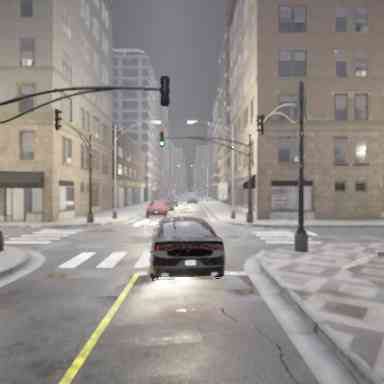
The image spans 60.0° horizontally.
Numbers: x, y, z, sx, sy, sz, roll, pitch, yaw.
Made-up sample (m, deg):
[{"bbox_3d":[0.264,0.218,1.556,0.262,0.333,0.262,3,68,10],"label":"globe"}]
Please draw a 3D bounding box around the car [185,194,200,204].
[{"bbox_3d":[0.092,1.599,61.798,1.895,1.301,4.718,0,0,0],"label":"car"}]

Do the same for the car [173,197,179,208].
[{"bbox_3d":[-3.052,1.545,40.494,2.033,1.411,5.357,0,0,0],"label":"car"}]

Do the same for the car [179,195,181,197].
[{"bbox_3d":[-3.051,1.502,50.669,1.837,1.490,4.892,0,0,0],"label":"car"}]

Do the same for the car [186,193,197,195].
[{"bbox_3d":[0.012,1.523,71.889,1.812,1.442,4.674,0,0,0],"label":"car"}]

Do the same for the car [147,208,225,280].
[{"bbox_3d":[-0.314,1.477,10.100,1.882,1.535,5.008,0,0,-7],"label":"car"}]

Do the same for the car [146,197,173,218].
[{"bbox_3d":[-3.087,1.475,30.763,1.882,1.535,5.008,0,0,-1],"label":"car"}]
